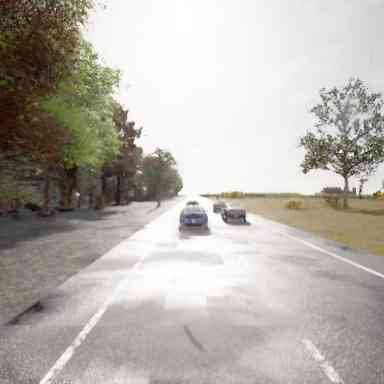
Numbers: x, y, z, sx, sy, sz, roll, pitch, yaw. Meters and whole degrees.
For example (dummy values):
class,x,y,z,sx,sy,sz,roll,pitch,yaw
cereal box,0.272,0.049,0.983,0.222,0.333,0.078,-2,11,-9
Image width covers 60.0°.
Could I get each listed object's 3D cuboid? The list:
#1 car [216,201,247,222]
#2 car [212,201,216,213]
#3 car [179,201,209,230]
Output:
class,x,y,z,sx,sy,sz,roll,pitch,yaw
car,3.515,1.702,28.638,2.128,1.511,4.902,0,0,0
car,3.548,1.855,42.375,2.033,1.411,5.357,0,0,1
car,0.101,1.645,22.719,1.882,1.535,5.008,0,0,0
